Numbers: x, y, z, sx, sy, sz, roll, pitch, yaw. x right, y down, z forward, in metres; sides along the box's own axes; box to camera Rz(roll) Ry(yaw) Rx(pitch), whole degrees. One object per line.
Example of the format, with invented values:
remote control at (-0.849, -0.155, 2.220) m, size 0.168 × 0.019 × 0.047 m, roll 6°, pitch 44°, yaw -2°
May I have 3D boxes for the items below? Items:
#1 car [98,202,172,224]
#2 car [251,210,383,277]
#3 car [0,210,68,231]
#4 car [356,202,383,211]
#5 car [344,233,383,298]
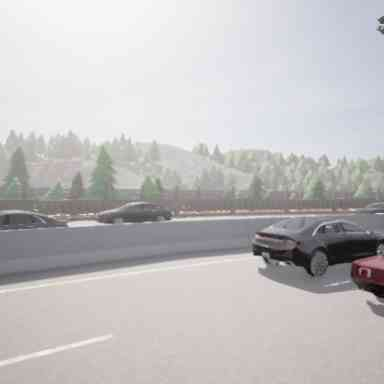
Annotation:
car at (-3.723, 1.437, 22.015) m, size 4.892 × 1.490 × 1.837 m, roll 0°, pitch 0°, yaw -29°
car at (4.080, 1.491, 10.164) m, size 4.902 × 1.511 × 2.128 m, roll 0°, pitch 0°, yaw -30°
car at (-6.890, 1.433, 11.782) m, size 4.892 × 1.490 × 1.837 m, roll 0°, pitch 0°, yaw -34°
car at (15.361, 1.568, 26.955) m, size 4.892 × 1.490 × 1.837 m, roll 0°, pitch 0°, yaw -20°
car at (5.644, 1.615, 7.084) m, size 4.718 × 1.301 × 1.895 m, roll 0°, pitch 0°, yaw -30°
